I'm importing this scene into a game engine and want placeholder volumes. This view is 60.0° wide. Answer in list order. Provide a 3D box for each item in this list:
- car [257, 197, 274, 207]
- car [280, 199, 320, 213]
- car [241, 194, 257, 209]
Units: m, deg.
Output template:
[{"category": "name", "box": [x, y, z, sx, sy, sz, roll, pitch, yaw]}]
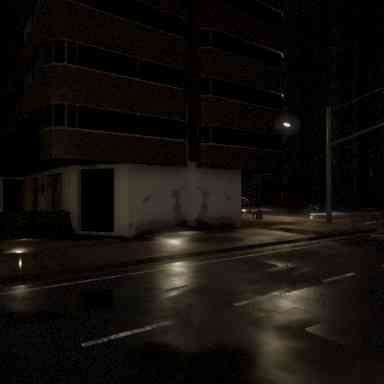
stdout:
[{"category": "car", "box": [10.514, 1.477, 52.026, 1.882, 1.535, 5.008, 0, 0, -36]}, {"category": "car", "box": [12.115, 1.526, 37.590, 1.812, 1.442, 4.674, 0, 0, -36]}, {"category": "car", "box": [6.121, 1.478, 45.861, 1.882, 1.535, 5.008, 0, 0, -35]}]
